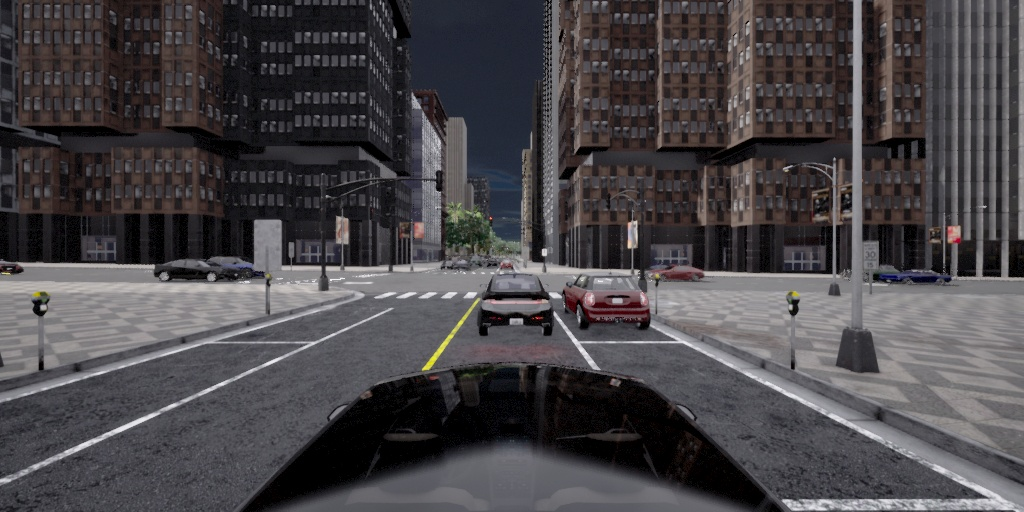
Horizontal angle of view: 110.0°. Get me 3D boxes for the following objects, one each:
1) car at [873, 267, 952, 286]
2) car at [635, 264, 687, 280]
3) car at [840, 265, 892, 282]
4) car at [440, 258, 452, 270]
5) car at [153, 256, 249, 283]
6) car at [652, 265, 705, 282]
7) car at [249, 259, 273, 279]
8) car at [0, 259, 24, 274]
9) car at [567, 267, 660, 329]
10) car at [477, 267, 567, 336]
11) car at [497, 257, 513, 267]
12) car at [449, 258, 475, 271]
[{"bbox_3d":[35.359,1.886,31.556,4.718,1.301,1.895,1,0,0],"label":"car"},{"bbox_3d":[14.338,1.538,34.632,4.181,1.385,1.994,1,0,-1],"label":"car"},{"bbox_3d":[34.694,1.623,34.799,4.553,1.767,2.097,1,0,0],"label":"car"},{"bbox_3d":[-9.287,1.320,52.549,1.948,1.339,4.313,0,0,-1],"label":"car"},{"bbox_3d":[-21.269,0.960,24.363,5.008,1.535,1.882,2,0,-1],"label":"car"},{"bbox_3d":[14.348,1.506,31.379,4.674,1.442,1.812,0,0,-1],"label":"car"},{"bbox_3d":[-21.066,0.833,27.615,4.553,1.767,2.097,1,0,0],"label":"car"},{"bbox_3d":[-40.436,0.767,27.452,4.181,1.385,1.994,1,0,0],"label":"car"},{"bbox_3d":[2.734,1.189,11.247,1.967,1.591,4.097,0,0,0],"label":"car"},{"bbox_3d":[0.076,1.241,10.361,2.128,1.511,4.902,0,0,-1],"label":"car"},{"bbox_3d":[-0.762,1.195,52.628,1.967,1.591,4.097,0,0,-1],"label":"car"},{"bbox_3d":[-6.563,1.292,47.686,2.033,1.411,5.357,0,0,-1],"label":"car"}]
